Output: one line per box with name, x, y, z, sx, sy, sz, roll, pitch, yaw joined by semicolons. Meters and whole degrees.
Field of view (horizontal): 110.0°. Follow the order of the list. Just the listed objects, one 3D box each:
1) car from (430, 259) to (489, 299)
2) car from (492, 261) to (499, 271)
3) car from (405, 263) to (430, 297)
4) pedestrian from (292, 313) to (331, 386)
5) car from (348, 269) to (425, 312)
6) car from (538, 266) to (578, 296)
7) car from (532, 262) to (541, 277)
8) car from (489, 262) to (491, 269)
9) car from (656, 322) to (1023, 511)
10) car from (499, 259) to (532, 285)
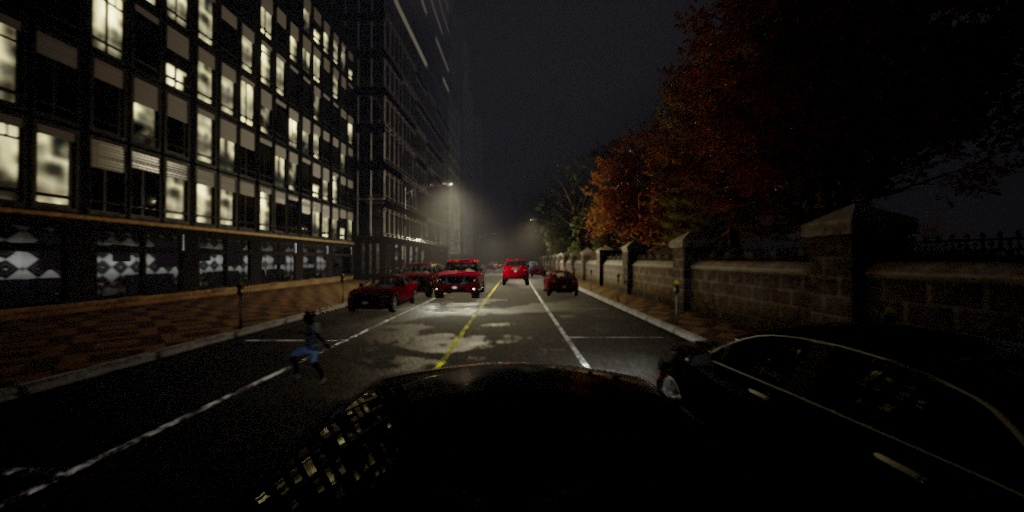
car;-2.751;1.198;20.102;2.150;2.045;5.566;0;-1;1
car;-1.844;1.683;61.506;1.882;1.535;5.008;0;-1;1
car;-5.216;1.299;20.715;2.192;1.841;5.009;0;0;1
pedestrian;-3.117;1.092;5.645;0.375;1.860;0.375;0;-1;0
car;-5.263;1.460;15.089;1.888;1.381;4.507;0;0;0
car;2.815;1.537;21.322;1.888;1.381;4.507;0;0;1
car;3.175;1.816;43.880;1.888;1.381;4.507;0;0;1
car;-4.744;1.950;54.450;2.007;1.370;4.403;0;0;1
car;2.749;1.268;2.690;1.837;1.490;4.892;0;-1;0
car;0.331;1.324;30.639;2.150;2.045;5.566;0;-1;1
